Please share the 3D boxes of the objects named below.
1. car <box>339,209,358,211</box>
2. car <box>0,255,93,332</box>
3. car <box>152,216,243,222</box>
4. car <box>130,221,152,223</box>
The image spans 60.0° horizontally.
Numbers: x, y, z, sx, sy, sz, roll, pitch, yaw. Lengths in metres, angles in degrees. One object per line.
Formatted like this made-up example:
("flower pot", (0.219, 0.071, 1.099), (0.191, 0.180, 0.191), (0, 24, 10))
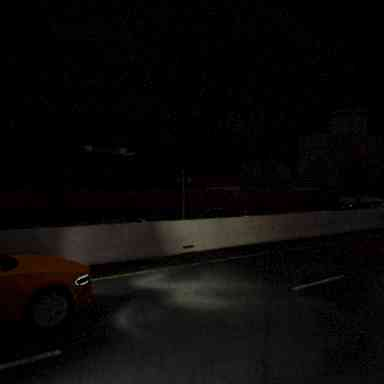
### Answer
("car", (19.134, 1.540, 39.152), (4.674, 1.442, 1.812), (0, 0, -35))
("car", (-4.113, 1.481, 5.158), (5.008, 1.535, 1.882), (0, 0, -35))
("car", (0.707, 1.499, 17.407), (4.902, 1.511, 2.128), (0, 0, -36))
("car", (-1.704, 1.573, 19.986), (4.181, 1.385, 1.994), (0, 0, -36))
